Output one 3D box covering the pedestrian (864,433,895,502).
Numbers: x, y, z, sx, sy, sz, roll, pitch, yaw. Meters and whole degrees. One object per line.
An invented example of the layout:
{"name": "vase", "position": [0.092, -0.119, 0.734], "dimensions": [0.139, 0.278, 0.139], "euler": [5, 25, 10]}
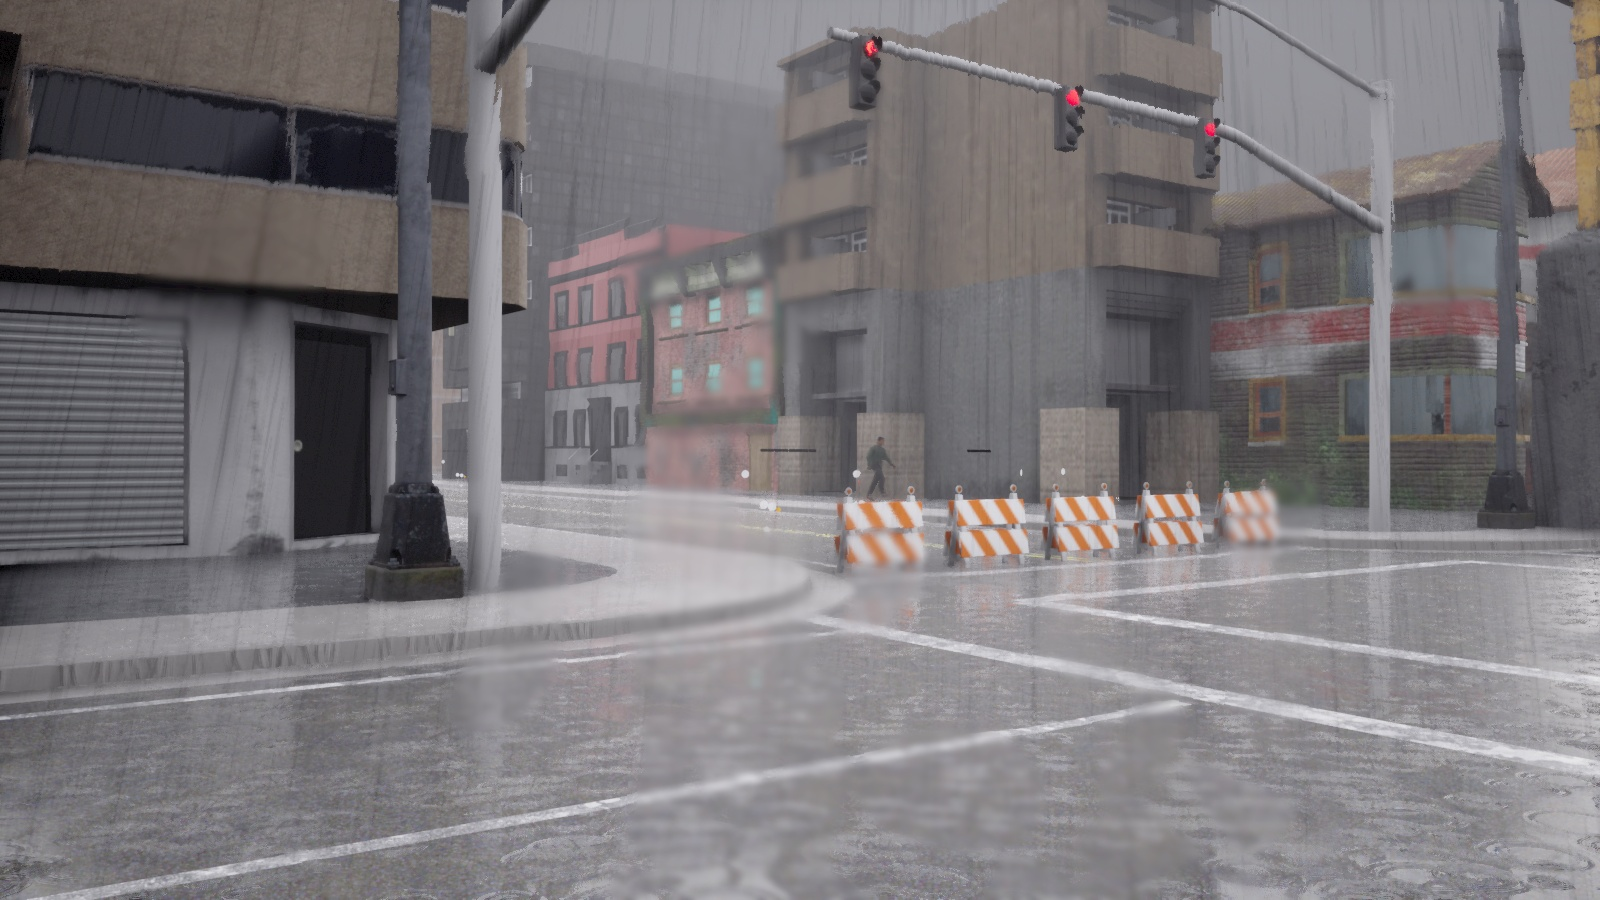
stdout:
{"name": "pedestrian", "position": [2.239, 0.492, 35.594], "dimensions": [0.788, 1.949, 0.423], "euler": [0, 0, 45]}
